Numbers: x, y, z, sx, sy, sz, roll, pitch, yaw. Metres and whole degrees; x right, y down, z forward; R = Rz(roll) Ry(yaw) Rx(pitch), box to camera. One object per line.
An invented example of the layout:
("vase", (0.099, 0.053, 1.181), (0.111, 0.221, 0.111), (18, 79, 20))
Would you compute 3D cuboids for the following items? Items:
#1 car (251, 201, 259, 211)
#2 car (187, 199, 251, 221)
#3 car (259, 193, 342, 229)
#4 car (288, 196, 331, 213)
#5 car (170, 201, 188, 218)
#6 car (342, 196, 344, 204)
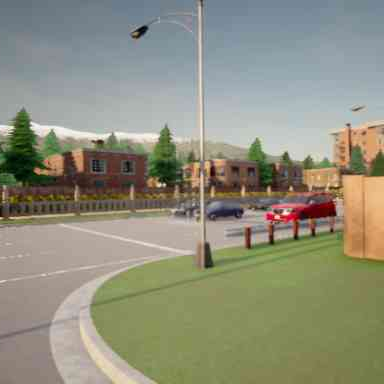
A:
("car", (8.377, 1.363, 36.177), (5.357, 1.411, 2.033), (-1, 0, -40))
("car", (2.189, 1.439, 26.233), (4.674, 1.442, 1.812), (-1, 0, -41))
("car", (7.047, 1.086, 21.182), (5.566, 2.045, 2.150), (-1, 0, -41))
("car", (12.468, 1.255, 35.087), (4.902, 1.511, 2.128), (-1, 1, -41))
("car", (0.306, 1.422, 29.228), (4.902, 1.511, 2.128), (-1, 0, -41))
("car", (23.098, 0.957, 48.767), (4.553, 1.767, 2.097), (-1, 0, -40))
